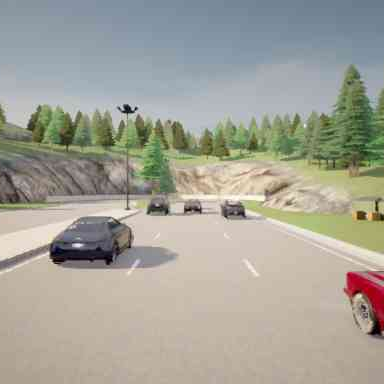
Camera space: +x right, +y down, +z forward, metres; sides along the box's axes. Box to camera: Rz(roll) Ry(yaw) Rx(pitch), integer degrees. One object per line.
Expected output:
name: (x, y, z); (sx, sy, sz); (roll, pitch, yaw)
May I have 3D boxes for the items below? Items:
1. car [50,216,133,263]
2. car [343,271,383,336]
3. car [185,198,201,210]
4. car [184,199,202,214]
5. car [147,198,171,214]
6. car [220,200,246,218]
car: (-3.400, 1.564, 11.928); (1.994, 1.385, 4.181); (0, 0, 0)
car: (3.598, 1.601, 3.754); (1.895, 1.301, 4.718); (0, 0, 0)
car: (0.190, 1.564, 44.551); (1.994, 1.385, 4.181); (0, 0, 2)
car: (0.099, 1.601, 35.795); (1.895, 1.301, 4.718); (0, 0, 0)
car: (-3.399, 1.353, 34.737); (2.097, 1.767, 4.553); (0, 0, 0)
car: (3.600, 1.493, 29.772); (2.128, 1.511, 4.902); (0, 0, 0)
